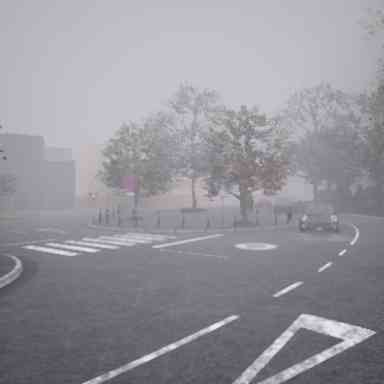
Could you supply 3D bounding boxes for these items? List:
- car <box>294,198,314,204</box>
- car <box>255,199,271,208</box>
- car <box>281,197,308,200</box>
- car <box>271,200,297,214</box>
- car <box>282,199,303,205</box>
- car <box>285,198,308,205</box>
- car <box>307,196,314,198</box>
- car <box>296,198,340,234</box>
[{"bbox_3d":[30.061,2.443,89.409,4.674,1.452,2.002,-1,-1,37],"label":"car"},{"bbox_3d":[12.526,1.924,58.041,2.097,1.767,4.553,0,-1,27],"label":"car"},{"bbox_3d":[14.273,1.882,46.495,1.837,1.490,4.892,0,-1,-1],"label":"car"},{"bbox_3d":[10.966,1.882,38.507,1.895,1.301,4.718,0,-1,-1],"label":"car"},{"bbox_3d":[24.916,2.384,82.669,4.674,1.452,2.002,-1,-1,37],"label":"car"},{"bbox_3d":[26.630,2.365,84.919,5.008,1.535,2.097,-1,-1,37],"label":"car"},{"bbox_3d":[26.304,2.217,71.852,1.882,1.535,5.008,-1,-1,37],"label":"car"},{"bbox_3d":[7.875,1.466,20.354,2.097,1.767,4.553,-1,-1,24],"label":"car"}]
